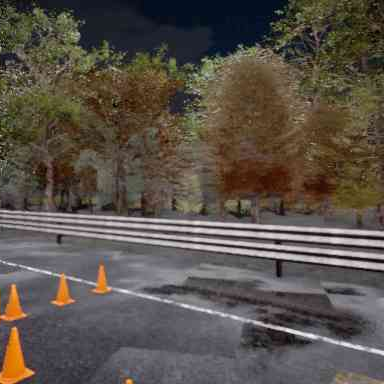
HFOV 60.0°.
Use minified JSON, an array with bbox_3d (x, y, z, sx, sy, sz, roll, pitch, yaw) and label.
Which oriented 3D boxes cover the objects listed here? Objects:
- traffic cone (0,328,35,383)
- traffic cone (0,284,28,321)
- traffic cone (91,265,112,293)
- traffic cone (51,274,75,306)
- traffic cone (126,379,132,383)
[{"bbox_3d":[-2.194,1.977,4.107,0.340,0.580,0.340,0,0,35],"label":"traffic cone"},{"bbox_3d":[-3.252,1.988,6.078,0.340,0.580,0.340,0,0,35],"label":"traffic cone"},{"bbox_3d":[-2.098,1.989,7.712,0.340,0.580,0.340,0,0,35],"label":"traffic cone"},{"bbox_3d":[-2.675,1.988,6.894,0.340,0.580,0.340,0,0,35],"label":"traffic cone"},{"bbox_3d":[-0.561,1.966,2.954,0.340,0.580,0.340,0,0,35],"label":"traffic cone"}]
